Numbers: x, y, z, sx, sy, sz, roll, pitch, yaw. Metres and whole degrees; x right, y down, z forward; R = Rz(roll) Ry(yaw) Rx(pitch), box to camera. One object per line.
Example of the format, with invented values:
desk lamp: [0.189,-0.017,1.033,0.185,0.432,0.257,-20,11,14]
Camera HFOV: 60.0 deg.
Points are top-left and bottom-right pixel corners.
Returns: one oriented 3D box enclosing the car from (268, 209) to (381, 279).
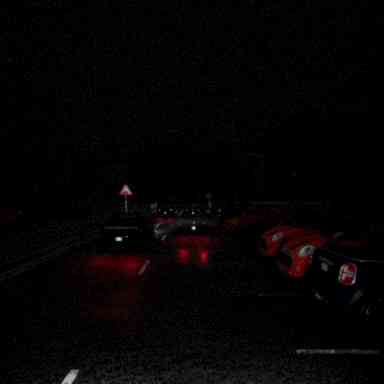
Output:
car: [4.673,1.456,9.001,4.553,1.767,2.185,0,-1,0]

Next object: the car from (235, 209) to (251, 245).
car: [4.648,1.649,14.513,5.008,1.535,2.097,0,-1,0]

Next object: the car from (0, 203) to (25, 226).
car: [-15.515,1.781,24.498,5.008,1.535,2.097,0,-1,0]

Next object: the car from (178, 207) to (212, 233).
car: [0.104,1.862,21.794,1.895,1.301,4.718,0,-1,0]

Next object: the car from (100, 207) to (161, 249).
car: [-2.896,1.674,15.587,2.128,1.511,4.902,0,-1,0]

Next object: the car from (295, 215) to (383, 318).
car: [4.610,1.424,6.243,4.553,1.767,2.185,0,-1,0]

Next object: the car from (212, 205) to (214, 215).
car: [4.644,1.925,33.817,4.674,1.452,2.002,0,-1,0]

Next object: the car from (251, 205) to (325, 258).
car: [4.673,1.489,11.757,4.553,1.767,2.185,0,-1,0]

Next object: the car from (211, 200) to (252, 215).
car: [4.616,1.812,39.337,4.553,1.767,2.185,0,0,0]

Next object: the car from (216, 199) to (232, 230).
car: [4.673,1.503,22.788,5.566,2.045,2.435,0,-1,0]

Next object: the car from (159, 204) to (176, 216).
car: [-2.897,2.029,38.224,1.895,1.301,4.718,0,-1,-1]

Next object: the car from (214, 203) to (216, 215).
car: [4.652,1.826,28.298,4.892,1.521,2.231,0,-1,0]

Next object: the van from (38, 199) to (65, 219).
van: [-15.395,1.663,32.840,4.442,1.987,1.878,0,-1,0]

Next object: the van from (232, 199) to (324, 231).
van: [4.527,1.458,17.273,4.442,1.987,1.878,0,-1,0]

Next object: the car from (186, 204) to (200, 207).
car: [0.109,2.046,38.172,1.895,1.301,4.718,0,-1,0]

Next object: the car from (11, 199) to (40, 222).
car: [-15.548,1.695,27.403,4.553,1.767,2.185,0,-1,0]

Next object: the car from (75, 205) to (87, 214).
car: [-15.475,1.988,41.180,4.792,1.488,2.163,0,0,0]

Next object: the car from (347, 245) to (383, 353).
car: [4.634,1.520,3.485,4.892,1.521,2.231,0,-1,0]

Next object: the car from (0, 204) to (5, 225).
car: [-15.529,1.747,21.843,4.892,1.521,2.231,0,-1,0]

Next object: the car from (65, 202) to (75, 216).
car: [-15.541,1.791,35.747,4.553,1.767,2.185,0,-1,0]
